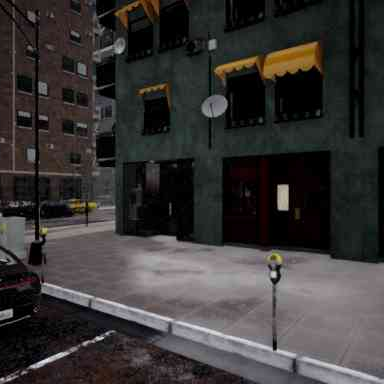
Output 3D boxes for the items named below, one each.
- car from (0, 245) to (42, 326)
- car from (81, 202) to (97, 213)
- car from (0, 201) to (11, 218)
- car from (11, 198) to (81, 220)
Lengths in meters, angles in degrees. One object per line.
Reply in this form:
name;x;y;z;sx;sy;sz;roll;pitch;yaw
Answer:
car;-4.501;1.551;6.079;4.403;1.369;2.008;0;0;35
car;-10.985;1.249;30.512;1.752;1.417;4.829;1;1;35
car;-14.073;1.349;26.085;2.008;1.369;4.403;1;1;35
car;-11.193;1.343;25.706;1.994;1.385;4.181;0;1;35
